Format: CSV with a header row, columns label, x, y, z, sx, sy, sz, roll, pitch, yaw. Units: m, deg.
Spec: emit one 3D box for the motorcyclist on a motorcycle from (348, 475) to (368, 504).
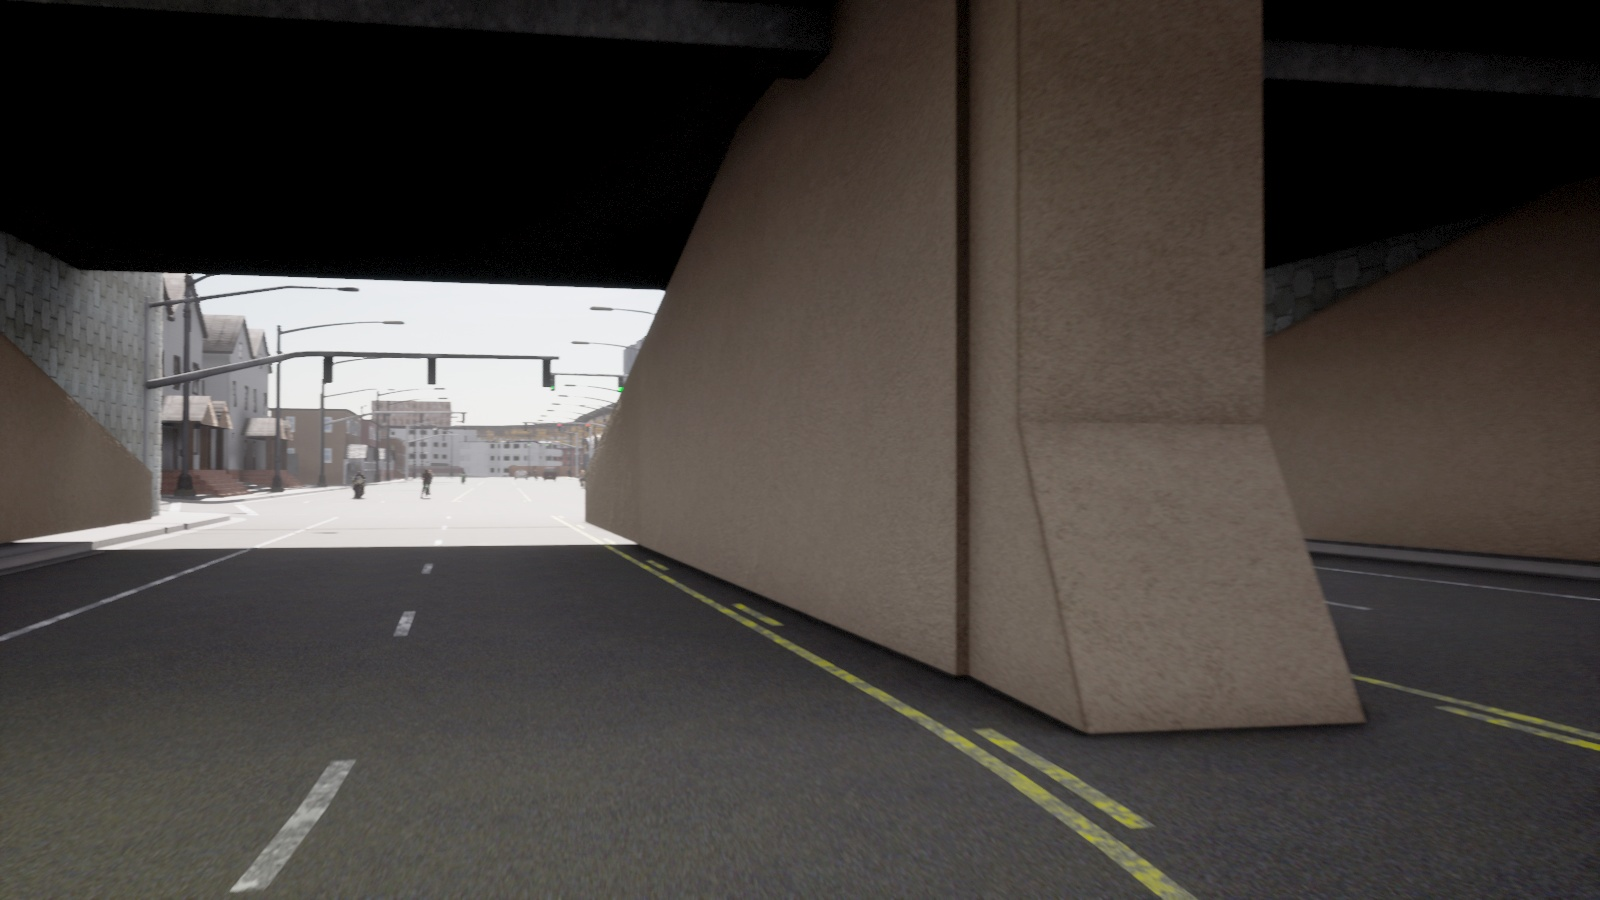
label,x,y,z,sx,sy,sz,roll,pitch,yaw
motorcyclist on a motorcycle,-23.869,2.110,67.813,0.866,1.530,2.191,0,-1,-14
